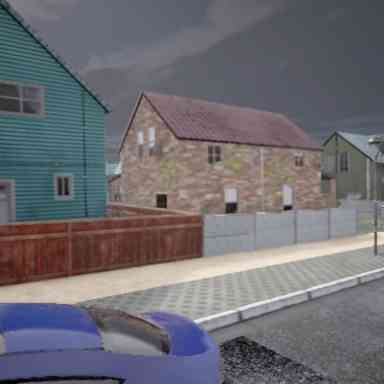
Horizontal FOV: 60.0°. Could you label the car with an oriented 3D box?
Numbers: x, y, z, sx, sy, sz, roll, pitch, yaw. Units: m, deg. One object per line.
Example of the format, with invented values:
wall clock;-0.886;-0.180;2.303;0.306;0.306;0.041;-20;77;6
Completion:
car;-1.793;1.526;1.808;4.674;1.442;1.812;0;0;-35
